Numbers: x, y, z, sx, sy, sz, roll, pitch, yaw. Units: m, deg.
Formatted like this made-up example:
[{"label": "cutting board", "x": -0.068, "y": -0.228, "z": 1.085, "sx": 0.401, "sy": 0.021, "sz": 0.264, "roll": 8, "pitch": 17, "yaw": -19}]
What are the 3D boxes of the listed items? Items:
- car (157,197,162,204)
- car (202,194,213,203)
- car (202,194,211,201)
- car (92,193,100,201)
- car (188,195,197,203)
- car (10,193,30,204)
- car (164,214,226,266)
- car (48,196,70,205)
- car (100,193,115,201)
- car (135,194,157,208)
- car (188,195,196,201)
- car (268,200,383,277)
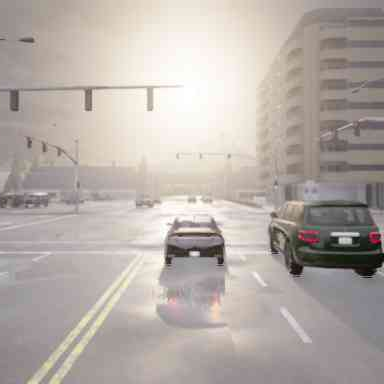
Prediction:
[{"label": "car", "x": -7.002, "y": 1.720, "z": 65.434, "sx": 1.895, "sy": 1.301, "sz": 4.718, "roll": 0, "pitch": 0, "yaw": 0}, {"label": "car", "x": 3.512, "y": 1.658, "z": 73.891, "sx": 1.812, "sy": 1.442, "sz": 4.674, "roll": 0, "pitch": 0, "yaw": 0}, {"label": "car", "x": 3.513, "y": 1.364, "z": 82.839, "sx": 2.097, "sy": 1.767, "sz": 4.553, "roll": 0, "pitch": 0, "yaw": 0}, {"label": "car", "x": -23.929, "y": 1.310, "z": 84.315, "sx": 1.905, "sy": 1.878, "sz": 3.866, "roll": 0, "pitch": 0, "yaw": 0}, {"label": "car", "x": 0.012, "y": 1.612, "z": 73.636, "sx": 1.882, "sy": 1.535, "sz": 5.008, "roll": 0, "pitch": 0, "yaw": 0}, {"label": "car", "x": -43.553, "y": 1.310, "z": 84.351, "sx": 1.905, "sy": 1.878, "sz": 3.866, "roll": 0, "pitch": 0, "yaw": 0}, {"label": "car", "x": 0.087, "y": 1.513, "z": 11.666, "sx": 2.128, "sy": 1.511, "sz": 4.902, "roll": 0, "pitch": 0, "yaw": 0}, {"label": "car", "x": -26.699, "y": 1.518, "z": 66.858, "sx": 1.970, "sy": 1.475, "sz": 3.806, "roll": 0, "pitch": 0, "yaw": 0}, {"label": "car", "x": -21.035, "y": 1.307, "z": 84.250, "sx": 1.932, "sy": 1.855, "sz": 4.605, "roll": 0, "pitch": 0, "yaw": 0}, {"label": "car", "x": -7.067, "y": 1.310, "z": 49.994, "sx": 2.150, "sy": 2.045, "sz": 5.566, "roll": 0, "pitch": 0, "yaw": 0}, {"label": "car", "x": 0.013, "y": 1.509, "z": 82.869, "sx": 1.837, "sy": 1.490, "sz": 4.892, "roll": 0, "pitch": 0, "yaw": 0}, {"label": "car", "x": 3.813, "y": 1.241, "z": 10.469, "sx": 2.150, "sy": 2.045, "sz": 5.566, "roll": 0, "pitch": 0, "yaw": 5}]
